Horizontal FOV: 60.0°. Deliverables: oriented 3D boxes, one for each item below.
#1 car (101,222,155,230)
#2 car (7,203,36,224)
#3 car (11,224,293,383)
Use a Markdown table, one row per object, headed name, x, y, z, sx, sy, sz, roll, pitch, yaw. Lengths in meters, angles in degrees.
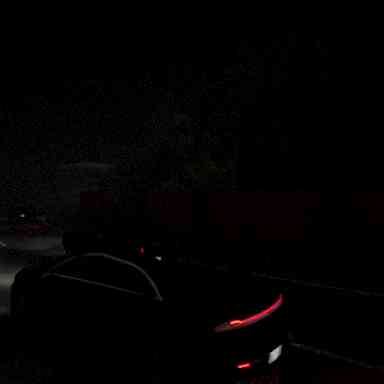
| name | x | y | z | sx | sy | sz | roll | pitch | yaw |
| --- | --- | --- | --- | --- | --- | --- | --- | --- | --- |
| car | -2.534 | 1.646 | 11.126 | 4.718 | 1.301 | 1.895 | 0 | 0 | 45 |
| car | -13.380 | 1.571 | 26.206 | 1.882 | 1.535 | 5.008 | 0 | 0 | -27 |
| car | -0.982 | 1.513 | 5.081 | 4.902 | 1.511 | 2.128 | 0 | 0 | 39 |
